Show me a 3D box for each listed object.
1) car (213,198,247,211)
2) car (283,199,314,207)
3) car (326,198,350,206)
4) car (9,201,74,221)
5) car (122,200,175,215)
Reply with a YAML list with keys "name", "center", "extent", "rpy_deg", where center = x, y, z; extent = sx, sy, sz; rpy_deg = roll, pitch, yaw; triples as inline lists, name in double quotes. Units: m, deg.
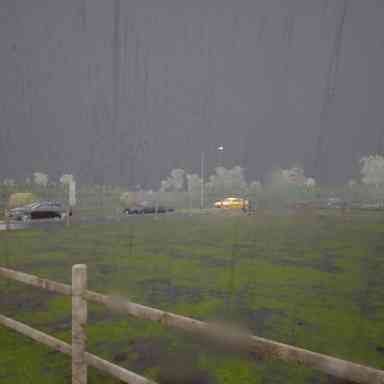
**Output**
- name: "car"
  center: [4.723, 1.498, 40.899]
  extent: [5.008, 1.535, 1.882]
  rpy_deg: [0, 0, -40]
- name: "car"
  center: [14.478, 1.649, 45.084]
  extent: [4.718, 1.301, 1.895]
  rpy_deg: [0, 0, -37]
- name: "car"
  center: [22.394, 1.586, 51.108]
  extent: [4.674, 1.442, 1.812]
  rpy_deg: [0, 0, -36]
- name: "car"
  center: [-11.672, 1.487, 25.904]
  extent: [2.128, 1.511, 4.902]
  rpy_deg: [1, 0, 44]
- name: "car"
  center: [-4.188, 1.555, 33.120]
  extent: [5.357, 1.411, 2.033]
  rpy_deg: [0, 0, -43]
